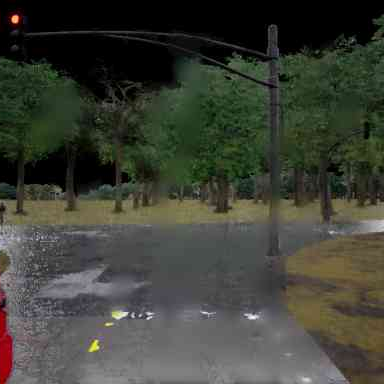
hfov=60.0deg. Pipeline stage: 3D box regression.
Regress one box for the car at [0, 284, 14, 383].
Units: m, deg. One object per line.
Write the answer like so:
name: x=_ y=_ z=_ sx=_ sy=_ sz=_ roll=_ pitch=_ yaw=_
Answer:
car: x=-2.735 y=1.222 z=0.752 sx=2.150 sy=2.045 sz=5.566 roll=0 pitch=0 yaw=1

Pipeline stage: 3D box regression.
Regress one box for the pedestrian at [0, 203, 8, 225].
pedestrian: x=-15.240 y=1.718 z=26.748 sx=0.375 sy=1.860 sz=0.375 roll=0 pitch=-1 yaw=0
